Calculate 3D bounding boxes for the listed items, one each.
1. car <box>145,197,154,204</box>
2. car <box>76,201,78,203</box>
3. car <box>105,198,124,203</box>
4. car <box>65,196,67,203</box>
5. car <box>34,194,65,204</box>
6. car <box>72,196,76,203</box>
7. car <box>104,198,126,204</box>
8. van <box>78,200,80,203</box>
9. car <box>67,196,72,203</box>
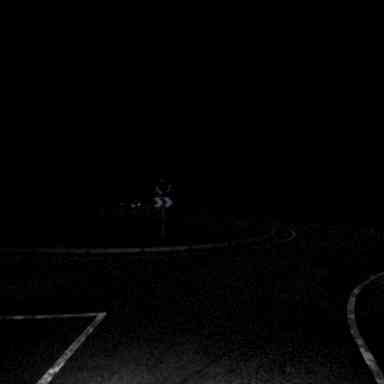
[{"bbox_3d":[-9.945,2.009,78.282,1.837,1.490,4.892,1,-1,-6],"label":"car"},{"bbox_3d":[-32.873,2.127,85.327,5.366,1.575,1.946,1,-2,-7],"label":"car"},{"bbox_3d":[-19.360,1.675,76.852,5.566,2.045,2.435,1,-2,-7],"label":"car"},{"bbox_3d":[-31.371,1.789,74.262,4.892,1.521,2.231,1,-1,-7],"label":"car"},{"bbox_3d":[-31.024,1.471,71.622,5.566,2.045,2.435,1,-1,-7],"label":"car"},{"bbox_3d":[-32.564,2.034,82.686,5.366,1.575,1.946,1,-2,-7],"label":"car"},{"bbox_3d":[-20.571,2.321,88.925,5.366,1.575,1.946,1,-2,-7],"label":"car"},{"bbox_3d":[-32.897,2.011,88.144,4.442,1.987,1.878,1,-2,-7],"label":"van"},{"bbox_3d":[-31.684,1.609,77.043,5.566,2.045,2.435,1,-1,-7],"label":"car"}]
